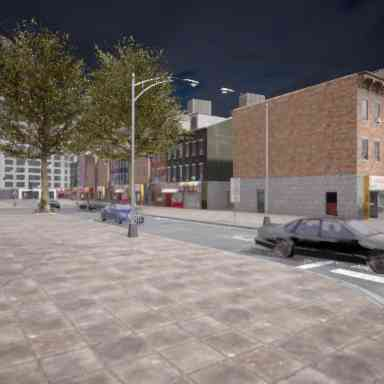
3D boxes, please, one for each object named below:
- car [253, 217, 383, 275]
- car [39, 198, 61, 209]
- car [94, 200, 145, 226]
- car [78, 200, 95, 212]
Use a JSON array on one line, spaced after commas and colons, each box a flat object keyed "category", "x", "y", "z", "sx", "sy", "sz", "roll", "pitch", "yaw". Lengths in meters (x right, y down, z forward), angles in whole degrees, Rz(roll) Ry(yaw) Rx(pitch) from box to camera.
[{"category": "car", "x": 4.582, "y": 1.524, "z": 10.687, "sx": 2.033, "sy": 1.411, "sz": 5.357, "roll": 0, "pitch": 0, "yaw": -43}, {"category": "car", "x": -18.186, "y": 1.493, "z": 42.388, "sx": 1.994, "sy": 1.385, "sz": 4.181, "roll": 0, "pitch": 0, "yaw": -35}, {"category": "car", "x": -5.009, "y": 1.469, "z": 23.441, "sx": 1.812, "sy": 1.442, "sz": 4.674, "roll": 0, "pitch": 0, "yaw": -35}, {"category": "car", "x": -11.403, "y": 1.545, "z": 37.703, "sx": 1.895, "sy": 1.301, "sz": 4.718, "roll": 0, "pitch": 0, "yaw": -35}]
